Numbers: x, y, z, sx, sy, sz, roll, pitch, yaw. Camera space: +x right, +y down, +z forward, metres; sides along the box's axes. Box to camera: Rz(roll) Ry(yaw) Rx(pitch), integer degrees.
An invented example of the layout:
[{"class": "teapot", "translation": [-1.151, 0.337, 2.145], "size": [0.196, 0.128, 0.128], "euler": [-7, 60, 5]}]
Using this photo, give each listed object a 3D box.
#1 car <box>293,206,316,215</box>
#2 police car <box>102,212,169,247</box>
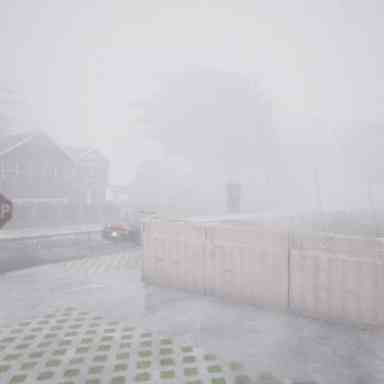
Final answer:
[{"class": "car", "translation": [15.550, 2.642, 45.856], "size": [1.994, 1.385, 4.181], "euler": [1, -1, 36]}, {"class": "police car", "translation": [-2.111, 1.819, 17.105], "size": [2.038, 1.542, 4.974], "euler": [1, -1, 36]}]
